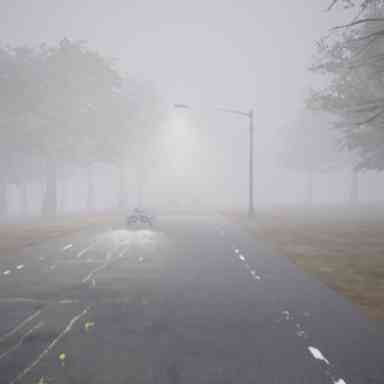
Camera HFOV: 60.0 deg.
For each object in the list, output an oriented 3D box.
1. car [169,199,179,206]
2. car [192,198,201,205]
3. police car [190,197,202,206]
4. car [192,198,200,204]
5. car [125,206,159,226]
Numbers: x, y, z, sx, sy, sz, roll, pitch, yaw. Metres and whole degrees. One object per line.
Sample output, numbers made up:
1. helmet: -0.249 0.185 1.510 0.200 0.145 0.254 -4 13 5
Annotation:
1. car: -3.511 2.114 66.537 2.033 1.411 5.357 0 -1 0
2. car: 1.040 2.212 78.453 1.837 1.490 4.892 0 -1 0
3. police car: 1.042 2.019 68.562 1.930 1.638 5.238 0 -1 0
4. car: 1.040 2.282 84.454 1.837 1.490 4.892 0 -1 0
5. car: -3.601 1.743 24.531 1.895 1.301 4.718 0 -1 0
